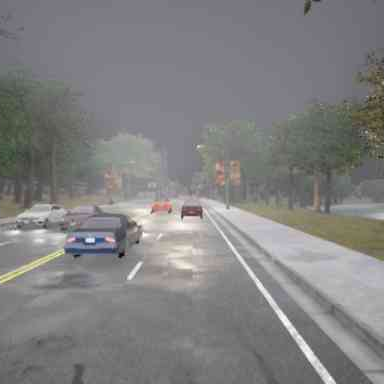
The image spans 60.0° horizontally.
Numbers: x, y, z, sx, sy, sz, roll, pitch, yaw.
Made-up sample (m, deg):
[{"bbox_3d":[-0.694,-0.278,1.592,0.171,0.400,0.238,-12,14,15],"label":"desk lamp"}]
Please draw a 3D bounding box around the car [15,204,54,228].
[{"bbox_3d":[-9.827,1.516,22.140,1.812,1.442,4.674,0,0,0],"label":"car"}]

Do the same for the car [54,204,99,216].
[{"bbox_3d":[-6.578,1.515,20.641,1.812,1.442,4.674,0,0,0],"label":"car"}]

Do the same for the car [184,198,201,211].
[{"bbox_3d":[0.042,1.563,42.405,2.033,1.411,5.357,0,0,1],"label":"car"}]

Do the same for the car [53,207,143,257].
[{"bbox_3d":[-3.149,1.538,12.794,2.033,1.411,5.357,0,0,0],"label":"car"}]

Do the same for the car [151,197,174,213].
[{"bbox_3d":[-3.180,1.354,36.459,2.097,1.767,4.553,0,0,0],"label":"car"}]

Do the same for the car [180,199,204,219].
[{"bbox_3d":[0.011,1.471,29.158,1.882,1.535,5.008,0,0,0],"label":"car"}]
